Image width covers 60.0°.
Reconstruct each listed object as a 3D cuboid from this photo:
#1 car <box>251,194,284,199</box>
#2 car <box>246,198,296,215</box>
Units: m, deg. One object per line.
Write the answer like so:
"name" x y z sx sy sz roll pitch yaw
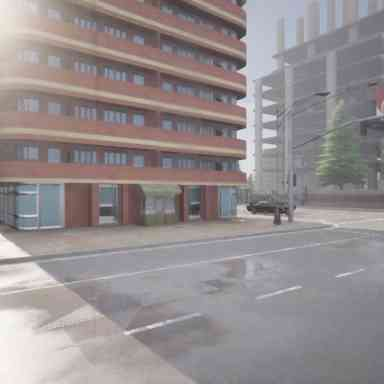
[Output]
"car" 8.819 1.222 37.042 2.150 2.045 5.566 0 0 -36
"car" 7.662 1.601 32.699 1.895 1.301 4.718 0 0 -36
